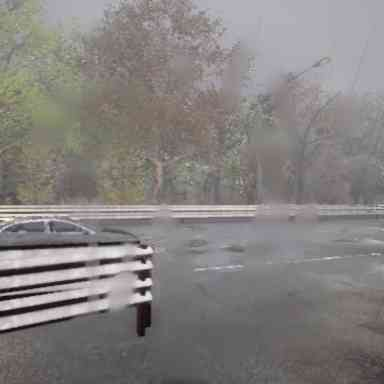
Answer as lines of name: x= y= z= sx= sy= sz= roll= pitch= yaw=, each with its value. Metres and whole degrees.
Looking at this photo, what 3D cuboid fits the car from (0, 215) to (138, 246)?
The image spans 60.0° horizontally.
car: x=-4.016 y=1.455 z=9.914 sx=4.902 sy=1.511 sz=2.128 roll=1 pitch=-1 yaw=-23
